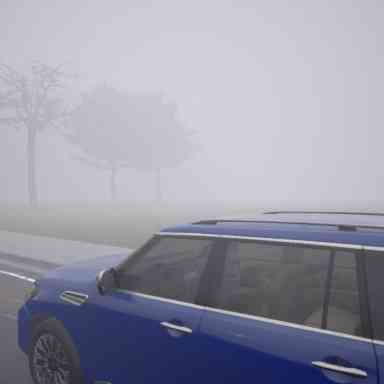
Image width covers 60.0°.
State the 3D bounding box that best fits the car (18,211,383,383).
[{"bbox_3d":[0.568,1.222,3.286,5.566,2.045,2.150,0,0,35],"label":"car"}]
